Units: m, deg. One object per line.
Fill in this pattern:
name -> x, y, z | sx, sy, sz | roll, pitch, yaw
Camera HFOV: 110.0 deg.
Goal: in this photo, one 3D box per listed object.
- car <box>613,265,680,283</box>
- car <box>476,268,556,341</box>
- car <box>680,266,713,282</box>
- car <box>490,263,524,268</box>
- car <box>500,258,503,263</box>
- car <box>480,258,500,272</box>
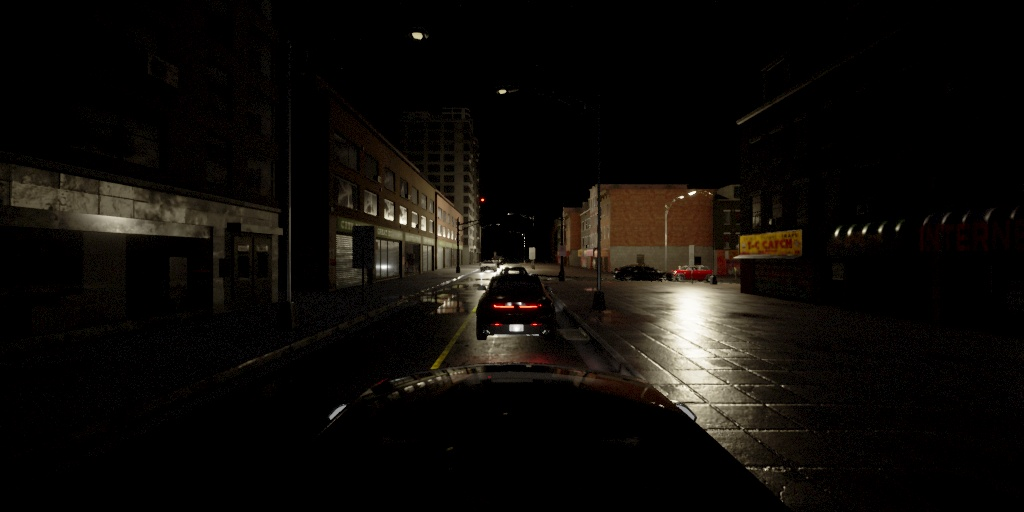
car -> 11.090, 1.518, 30.361 | 4.892, 1.490, 1.837 | 1, 0, 0
car -> 0.086, 1.255, 9.916 | 1.837, 1.490, 4.892 | 0, 0, 0
car -> 16.336, 1.574, 33.113 | 4.097, 1.591, 1.967 | 0, 0, 0
car -> 0.095, 1.298, 19.527 | 2.033, 1.411, 5.357 | 0, 0, 0
car -> -2.882, 1.346, 56.639 | 1.895, 1.301, 4.718 | 0, 0, 0
car -> -2.887, 1.276, 45.070 | 1.812, 1.442, 4.674 | 0, 0, 1
